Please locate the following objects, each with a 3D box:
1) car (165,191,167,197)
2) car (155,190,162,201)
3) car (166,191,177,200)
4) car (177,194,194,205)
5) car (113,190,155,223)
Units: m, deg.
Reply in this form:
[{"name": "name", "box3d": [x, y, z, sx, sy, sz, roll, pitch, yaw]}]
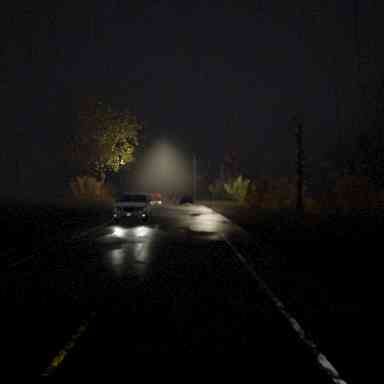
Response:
[{"name": "car", "box3d": [-6.038, 0.569, 86.335, 1.837, 1.490, 4.892, 0, 1, -8]}, {"name": "car", "box3d": [-6.993, 0.679, 64.846, 2.150, 2.045, 5.566, 0, 1, -6]}, {"name": "car", "box3d": [-3.801, 0.899, 68.399, 1.812, 1.442, 4.674, 0, 1, -6]}, {"name": "car", "box3d": [-0.834, 1.125, 49.875, 1.812, 1.442, 4.674, 0, 1, -5]}, {"name": "car", "box3d": [-4.118, 1.049, 23.847, 2.150, 2.045, 5.566, 0, 0, -2]}]
